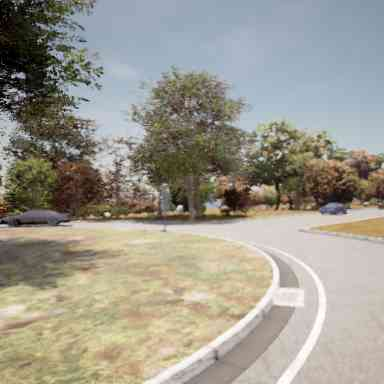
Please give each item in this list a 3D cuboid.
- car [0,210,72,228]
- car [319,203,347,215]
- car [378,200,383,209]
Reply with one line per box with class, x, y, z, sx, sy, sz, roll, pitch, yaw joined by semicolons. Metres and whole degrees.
car;-12.970;2.185;27.856;5.357;1.411;2.033;0;-1;-9
car;17.429;2.070;40.849;4.674;1.442;1.812;0;-1;-44
car;33.031;2.001;55.962;4.553;1.767;2.097;0;-1;-44
